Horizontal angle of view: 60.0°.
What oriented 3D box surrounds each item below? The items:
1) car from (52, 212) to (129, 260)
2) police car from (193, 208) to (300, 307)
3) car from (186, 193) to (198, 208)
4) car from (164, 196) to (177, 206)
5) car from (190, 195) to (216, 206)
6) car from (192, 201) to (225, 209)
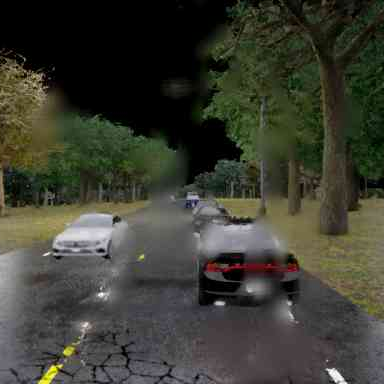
[{"bbox_3d":[-3.578,1.521,12.572,1.812,1.442,4.674,0,0,0],"label":"car"},{"bbox_3d":[1.066,1.425,8.210,1.930,1.638,5.238,0,0,0],"label":"police car"},{"bbox_3d":[0.128,1.359,46.887,1.882,1.535,5.008,0,0,1],"label":"car"},{"bbox_3d":[-3.402,1.384,52.268,1.812,1.442,4.674,0,0,0],"label":"car"},{"bbox_3d":[1.094,1.324,24.073,2.097,1.767,4.553,0,0,0],"label":"car"},{"bbox_3d":[1.084,1.465,18.102,1.882,1.535,5.008,0,0,0],"label":"car"}]
